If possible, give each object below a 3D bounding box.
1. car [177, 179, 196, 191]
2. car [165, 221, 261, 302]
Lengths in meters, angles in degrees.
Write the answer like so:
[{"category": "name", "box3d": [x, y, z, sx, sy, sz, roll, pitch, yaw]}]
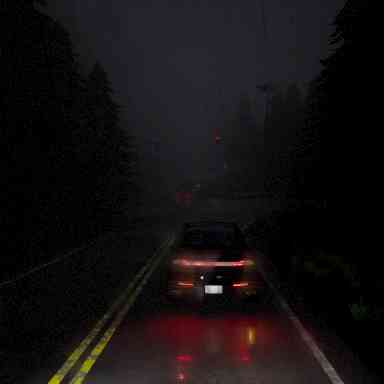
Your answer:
[{"category": "car", "box3d": [-0.692, -1.069, 45.237, 1.812, 1.442, 4.674, 1, 9, 14]}, {"category": "car", "box3d": [0.450, 1.466, 8.186, 2.128, 1.511, 4.902, 0, 0, 2]}]
